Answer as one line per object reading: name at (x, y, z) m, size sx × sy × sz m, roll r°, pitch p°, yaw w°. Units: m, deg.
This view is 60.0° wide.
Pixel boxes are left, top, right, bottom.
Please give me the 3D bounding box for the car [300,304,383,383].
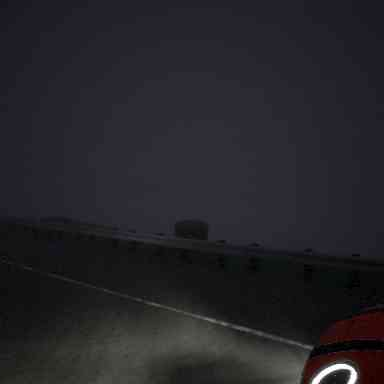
car at (2.979, 1.361, 1.932) m, size 4.553 × 1.767 × 2.097 m, roll 0°, pitch 0°, yaw 35°
